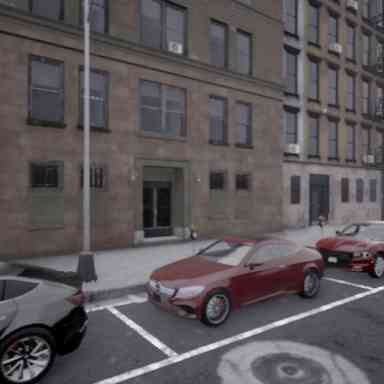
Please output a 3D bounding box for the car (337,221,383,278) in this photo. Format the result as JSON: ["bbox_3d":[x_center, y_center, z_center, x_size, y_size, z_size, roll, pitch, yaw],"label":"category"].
[{"bbox_3d":[5.591,1.564,10.177,4.507,1.381,1.887,0,0,-36],"label":"car"}]

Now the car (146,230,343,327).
[{"bbox_3d":[1.099,1.591,6.972,4.206,1.307,1.802,0,0,-36],"label":"car"}]

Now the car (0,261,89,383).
[{"bbox_3d":[-3.393,1.564,3.766,4.313,1.339,1.947,0,0,-36],"label":"car"}]
